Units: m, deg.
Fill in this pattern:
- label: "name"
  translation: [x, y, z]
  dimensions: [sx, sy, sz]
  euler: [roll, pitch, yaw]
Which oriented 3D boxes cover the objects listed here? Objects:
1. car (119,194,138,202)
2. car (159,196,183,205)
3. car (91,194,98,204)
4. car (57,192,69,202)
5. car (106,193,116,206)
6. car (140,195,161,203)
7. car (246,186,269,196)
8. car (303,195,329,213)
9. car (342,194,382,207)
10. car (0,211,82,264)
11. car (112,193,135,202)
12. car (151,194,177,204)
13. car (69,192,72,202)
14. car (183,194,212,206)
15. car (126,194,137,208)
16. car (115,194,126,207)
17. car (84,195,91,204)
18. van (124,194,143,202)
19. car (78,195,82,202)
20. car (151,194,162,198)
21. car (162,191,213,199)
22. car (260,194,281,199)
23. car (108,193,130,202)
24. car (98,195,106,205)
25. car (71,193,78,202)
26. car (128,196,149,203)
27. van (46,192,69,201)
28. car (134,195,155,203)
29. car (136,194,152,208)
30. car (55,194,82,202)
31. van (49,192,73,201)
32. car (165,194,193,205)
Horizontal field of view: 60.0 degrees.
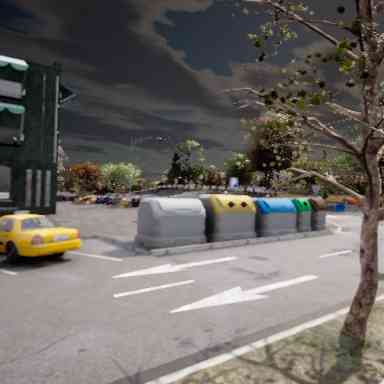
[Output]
- label: "car"
  translation: [-16.171, 1.593, 84.797]
  dimensions: [2.185, 1.767, 4.553]
  euler: [1, -2, 35]
- label: "car"
  translation: [-4.236, 1.704, 67.243]
  dimensions: [1.946, 1.575, 5.366]
  euler: [1, -2, 35]
- label: "car"
  translation: [-11.707, 1.172, 48.619]
  dimensions: [2.097, 1.535, 5.008]
  euler: [0, -1, 35]
- label: "car"
  translation: [-23.547, 1.050, 65.612]
  dimensions: [2.185, 1.767, 4.553]
  euler: [0, -1, 35]
- label: "car"
  translation: [-8.336, 1.171, 43.758]
  dimensions: [2.231, 1.521, 4.892]
  euler: [0, -1, 35]
- label: "car"
  translation: [-9.319, 1.589, 74.823]
  dimensions: [2.185, 1.767, 4.553]
  euler: [1, -2, 35]
- label: "car"
  translation: [11.164, -0.245, 57.592]
  dimensions: [2.097, 1.767, 4.553]
  euler: [2, 3, -34]
- label: "car"
  translation: [14.853, 1.457, 40.127]
  dimensions: [2.435, 2.045, 5.566]
  euler: [1, -2, 35]
- label: "car"
  translation: [21.576, 1.039, 42.368]
  dimensions: [2.097, 1.767, 4.553]
  euler: [2, 3, -34]
- label: "car"
  translation: [-6.153, 1.447, 11.730]
  dimensions: [5.366, 1.575, 1.946]
  euler: [-1, 0, 35]
- label: "car"
  translation: [-17.921, 1.465, 87.232]
  dimensions: [2.435, 2.045, 5.566]
  euler: [1, -2, 35]
- label: "car"
  translation: [-5.831, 1.465, 69.910]
  dimensions: [2.435, 2.045, 5.566]
  euler: [1, -2, 35]
- label: "car"
  translation: [-18.456, 1.204, 58.371]
  dimensions: [2.163, 1.488, 4.792]
  euler: [0, -1, 35]
- label: "car"
  translation: [1.070, 1.463, 59.981]
  dimensions: [2.435, 2.045, 5.566]
  euler: [1, -2, 35]
- label: "car"
  translation: [-4.981, 1.043, 38.881]
  dimensions: [2.185, 1.767, 4.553]
  euler: [0, -1, 35]
- label: "car"
  translation: [-6.550, 1.170, 41.488]
  dimensions: [1.946, 1.575, 5.366]
  euler: [0, -1, 35]
- label: "car"
  translation: [-13.501, 1.166, 50.899]
  dimensions: [1.946, 1.575, 5.366]
  euler: [1, -1, 35]
- label: "van"
  translation: [-14.404, 1.496, 82.392]
  dimensions: [1.878, 1.987, 4.442]
  euler: [1, -2, 35]
- label: "car"
  translation: [-15.092, 1.173, 53.488]
  dimensions: [2.097, 1.535, 5.008]
  euler: [1, -1, 35]
- label: "car"
  translation: [-1.588, 1.208, 34.043]
  dimensions: [2.002, 1.452, 4.674]
  euler: [1, -1, 35]
- label: "car"
  translation: [0.096, 0.915, 31.589]
  dimensions: [2.435, 2.045, 5.566]
  euler: [1, -1, 35]
- label: "car"
  translation: [11.372, 1.581, 45.037]
  dimensions: [2.185, 1.767, 4.553]
  euler: [1, -2, 35]
- label: "car"
  translation: [-19.633, 1.466, 89.769]
  dimensions: [2.435, 2.045, 5.566]
  euler: [1, -2, 35]
- label: "car"
  translation: [-10.038, 1.200, 46.167]
  dimensions: [2.163, 1.488, 4.792]
  euler: [1, -1, 35]
- label: "car"
  translation: [-16.877, 1.168, 55.759]
  dimensions: [1.946, 1.575, 5.366]
  euler: [1, -1, 35]
- label: "car"
  translation: [-12.745, 1.718, 79.810]
  dimensions: [2.231, 1.521, 4.892]
  euler: [1, -2, 35]
- label: "van"
  translation: [-30.344, 0.949, 75.260]
  dimensions: [1.878, 1.987, 4.442]
  euler: [1, -1, 35]
- label: "car"
  translation: [-11.054, 1.590, 77.306]
  dimensions: [2.185, 1.767, 4.553]
  euler: [1, -2, 35]
- label: "car"
  translation: [-3.278, 1.169, 36.470]
  dimensions: [2.231, 1.521, 4.892]
  euler: [0, -1, 35]
- label: "car"
  translation: [-25.222, 1.177, 68.071]
  dimensions: [2.231, 1.521, 4.892]
  euler: [1, -1, 35]
- label: "van"
  translation: [-28.656, 0.949, 72.829]
  dimensions: [1.878, 1.987, 4.442]
  euler: [1, -1, 35]
- label: "car"
  translation: [-2.420, 1.461, 64.897]
  dimensions: [2.435, 2.045, 5.566]
  euler: [1, -2, 35]
